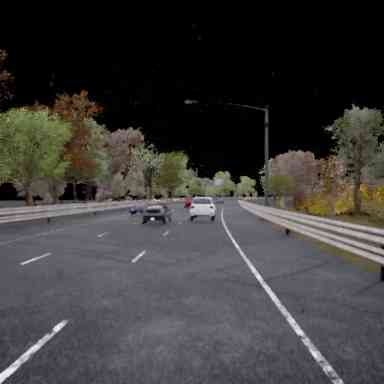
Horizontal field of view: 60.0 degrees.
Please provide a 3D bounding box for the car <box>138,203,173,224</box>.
[{"bbox_3d":[-2.734,1.749,26.989,1.837,1.490,4.892,0,-1,4],"label":"car"}]

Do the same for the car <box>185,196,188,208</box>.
[{"bbox_3d":[0.050,1.764,57.493,2.150,2.045,5.566,0,-1,6],"label":"car"}]

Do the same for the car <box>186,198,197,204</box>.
[{"bbox_3d":[-0.079,2.310,83.667,1.837,1.490,4.892,0,-1,9],"label":"car"}]

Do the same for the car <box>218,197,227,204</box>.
[{"bbox_3d":[7.343,2.375,86.016,1.812,1.442,4.674,0,-1,9],"label":"car"}]

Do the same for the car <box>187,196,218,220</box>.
[{"bbox_3d":[1.079,1.513,31.185,2.150,2.045,5.566,0,-1,5],"label":"car"}]

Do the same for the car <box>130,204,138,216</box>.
[{"bbox_3d":[-5.460,1.934,37.233,1.895,1.301,4.718,0,-1,5],"label":"car"}]
